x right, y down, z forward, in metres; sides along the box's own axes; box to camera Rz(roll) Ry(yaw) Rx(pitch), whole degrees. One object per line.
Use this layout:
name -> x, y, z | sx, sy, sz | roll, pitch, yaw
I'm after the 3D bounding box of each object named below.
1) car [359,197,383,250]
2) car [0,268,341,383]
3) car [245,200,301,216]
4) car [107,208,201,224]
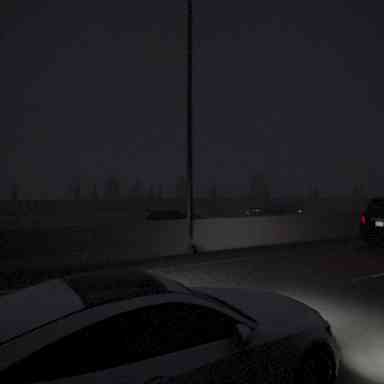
car -> 8.900, 1.195, 12.683 | 5.566, 2.045, 2.150 | 0, 0, -26
car -> -0.533, 1.515, 3.201 | 4.674, 1.442, 1.812 | 0, 0, -34
car -> 6.636, 1.420, 27.192 | 4.902, 1.511, 2.128 | 0, 0, -24
car -> -1.673, 1.479, 15.107 | 4.674, 1.442, 1.812 | 0, 0, -30
